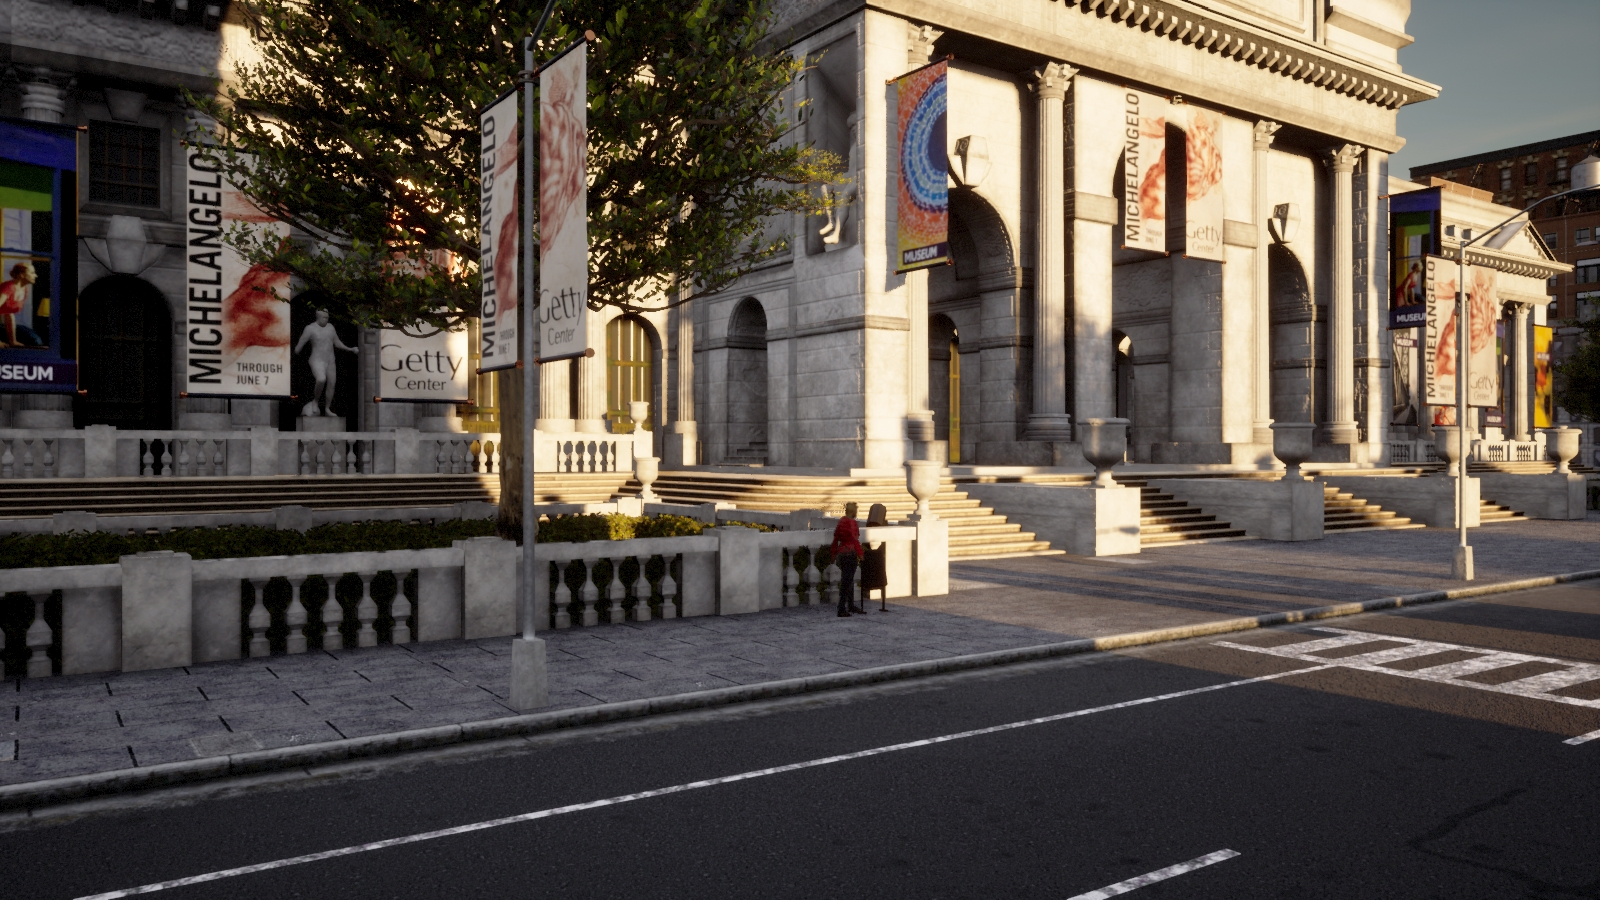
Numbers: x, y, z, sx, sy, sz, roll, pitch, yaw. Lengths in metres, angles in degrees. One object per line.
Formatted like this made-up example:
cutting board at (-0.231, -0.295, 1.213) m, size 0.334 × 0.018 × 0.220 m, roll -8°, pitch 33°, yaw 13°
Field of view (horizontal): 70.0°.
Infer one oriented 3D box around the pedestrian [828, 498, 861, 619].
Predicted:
pedestrian at (0.702, 1.696, 17.981) m, size 0.375 × 1.860 × 0.375 m, roll 0°, pitch 0°, yaw -33°
